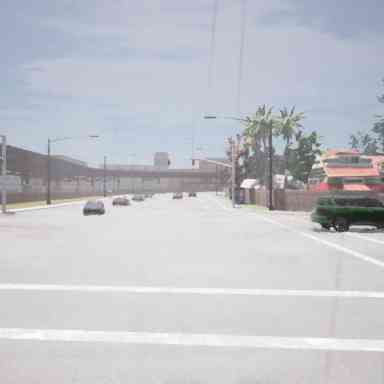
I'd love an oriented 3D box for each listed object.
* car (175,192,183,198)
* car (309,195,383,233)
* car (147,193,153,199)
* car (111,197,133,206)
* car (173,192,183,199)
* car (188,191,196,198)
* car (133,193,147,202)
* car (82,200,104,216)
[{"bbox_3d":[-3.421,0.699,87.159,1.994,1.385,4.181,0,1,0],"label":"car"},{"bbox_3d":[9.757,1.225,19.375,5.566,2.045,2.150,0,0,-1],"label":"car"},{"bbox_3d":[-10.427,0.876,79.873,1.895,1.301,4.718,0,1,0],"label":"car"},{"bbox_3d":[-10.546,1.383,49.340,1.994,1.385,4.181,0,1,0],"label":"car"},{"bbox_3d":[-3.430,0.954,76.841,1.895,1.301,4.718,0,1,0],"label":"car"},{"bbox_3d":[0.079,0.509,86.797,2.097,1.767,4.553,0,1,0],"label":"car"},{"bbox_3d":[-10.478,1.119,64.974,1.812,1.442,4.674,0,1,1],"label":"car"},{"bbox_3d":[-9.731,1.508,32.961,2.033,1.411,5.357,0,0,-13],"label":"car"}]
